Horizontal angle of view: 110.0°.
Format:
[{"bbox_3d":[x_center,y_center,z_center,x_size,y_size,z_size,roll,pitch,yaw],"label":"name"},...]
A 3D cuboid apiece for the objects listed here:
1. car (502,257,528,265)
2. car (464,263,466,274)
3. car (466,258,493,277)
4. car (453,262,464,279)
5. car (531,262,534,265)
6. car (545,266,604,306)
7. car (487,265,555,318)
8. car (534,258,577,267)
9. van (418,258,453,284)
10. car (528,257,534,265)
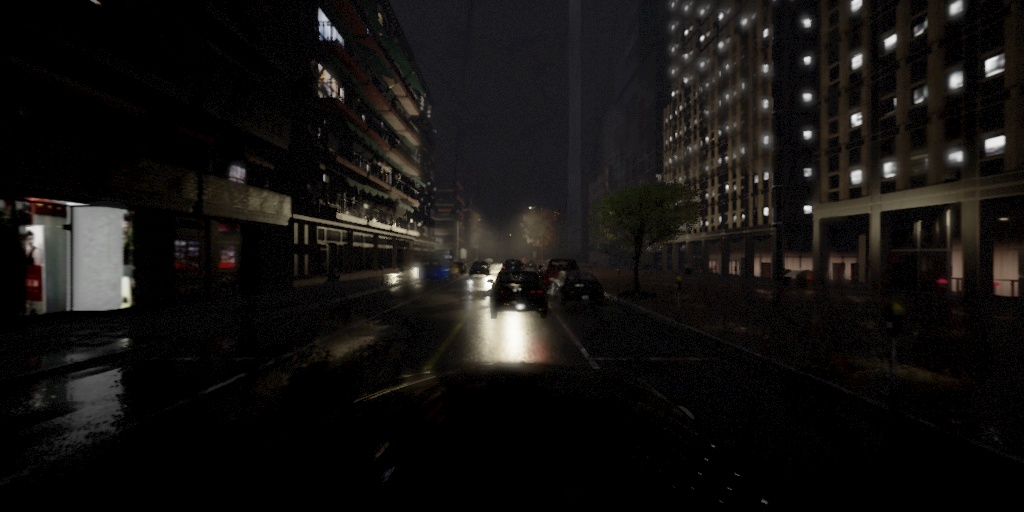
[{"bbox_3d":[0.105,1.065,34.025,2.097,1.767,4.553,0,0,0],"label":"car"},{"bbox_3d":[-5.684,1.277,37.442,1.948,1.339,4.313,0,0,0],"label":"car"},{"bbox_3d":[-3.076,1.218,35.088,1.837,1.490,4.892,0,0,0],"label":"car"},{"bbox_3d":[-5.685,1.240,31.749,1.751,1.417,4.829,0,0,0],"label":"car"},{"bbox_3d":[2.696,1.285,26.394,1.948,1.339,4.313,0,0,0],"label":"car"},{"bbox_3d":[2.694,1.282,15.349,2.007,1.370,4.403,0,0,0],"label":"car"},{"bbox_3d":[0.174,1.239,12.894,1.837,1.490,4.892,0,0,-2],"label":"car"},{"bbox_3d":[2.695,1.040,20.872,2.192,1.841,5.009,0,0,0],"label":"car"},{"bbox_3d":[-5.686,1.061,26.396,1.690,1.789,3.998,0,0,0],"label":"van"},{"bbox_3d":[2.700,1.270,54.008,1.948,1.339,4.313,0,0,0],"label":"car"}]
